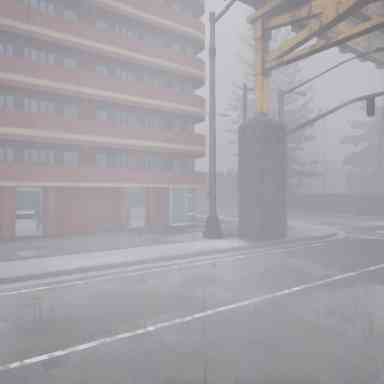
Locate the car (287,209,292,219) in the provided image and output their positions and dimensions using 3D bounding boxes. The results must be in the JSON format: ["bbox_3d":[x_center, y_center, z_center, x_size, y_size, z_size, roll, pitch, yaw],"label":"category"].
[{"bbox_3d":[6.292,1.543,28.520,1.812,1.442,4.674,0,0,-36],"label":"car"}]
